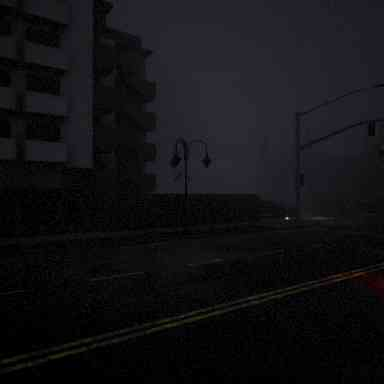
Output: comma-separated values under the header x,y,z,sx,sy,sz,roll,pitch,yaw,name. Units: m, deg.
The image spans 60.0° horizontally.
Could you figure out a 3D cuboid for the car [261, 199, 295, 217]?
x,y,z,sx,sy,sz,roll,pitch,yaw,name
7.818,1.478,32.198,1.882,1.535,5.008,0,0,-38,car
